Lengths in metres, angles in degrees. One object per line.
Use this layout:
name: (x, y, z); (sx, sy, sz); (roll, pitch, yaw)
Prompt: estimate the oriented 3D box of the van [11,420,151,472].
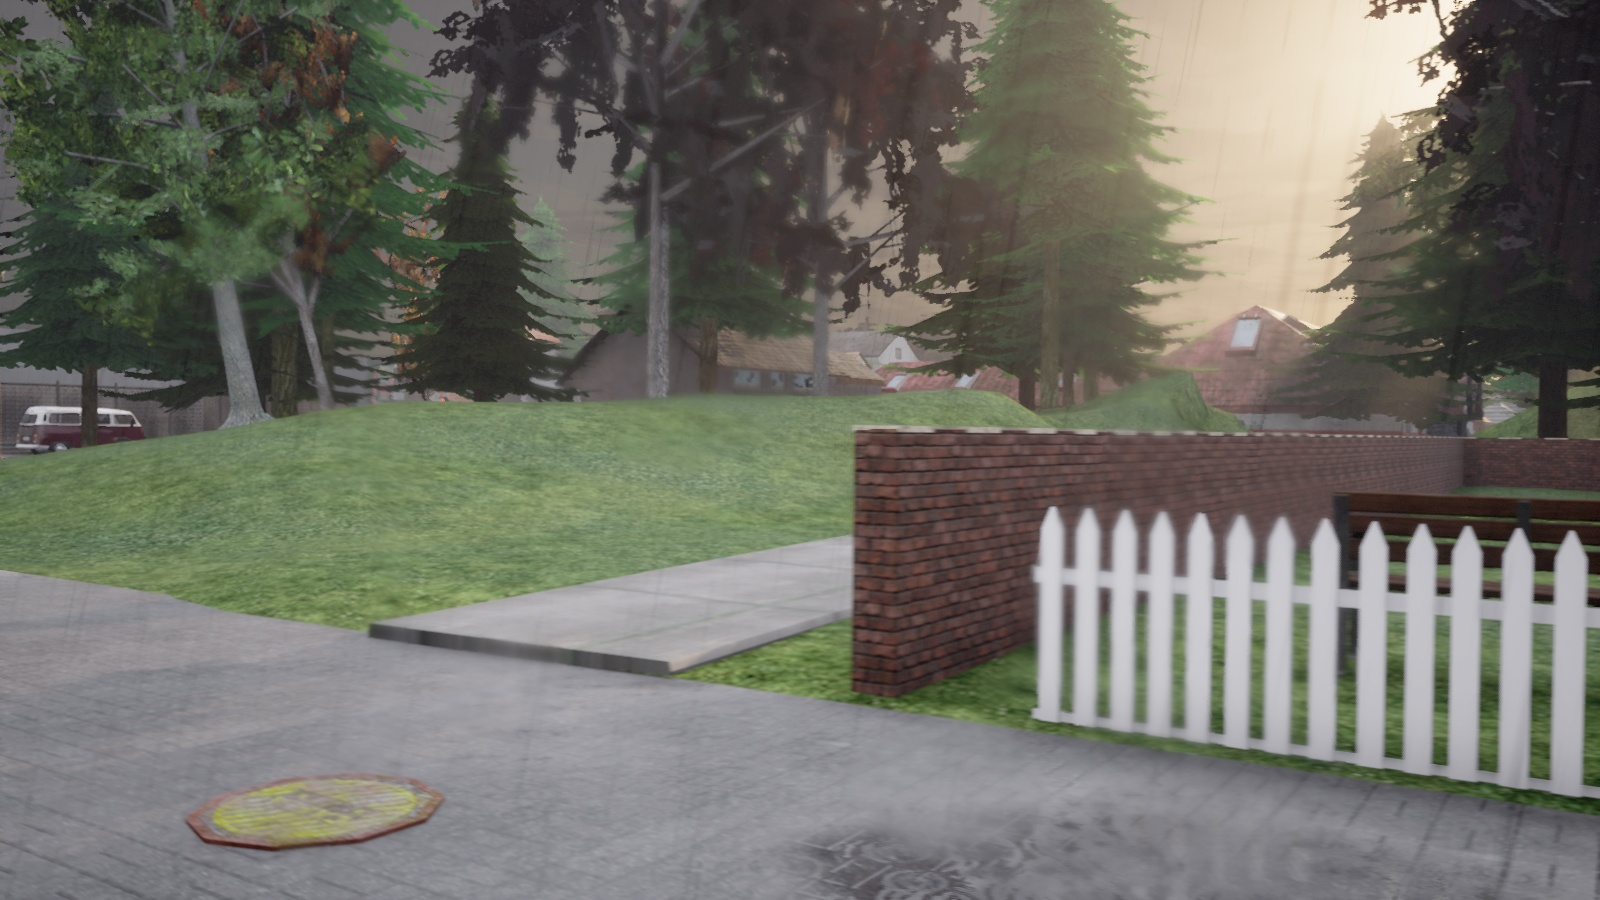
van: (-29.248, -0.204, 51.214); (2.069, 2.038, 4.480); (0, 1, 34)
